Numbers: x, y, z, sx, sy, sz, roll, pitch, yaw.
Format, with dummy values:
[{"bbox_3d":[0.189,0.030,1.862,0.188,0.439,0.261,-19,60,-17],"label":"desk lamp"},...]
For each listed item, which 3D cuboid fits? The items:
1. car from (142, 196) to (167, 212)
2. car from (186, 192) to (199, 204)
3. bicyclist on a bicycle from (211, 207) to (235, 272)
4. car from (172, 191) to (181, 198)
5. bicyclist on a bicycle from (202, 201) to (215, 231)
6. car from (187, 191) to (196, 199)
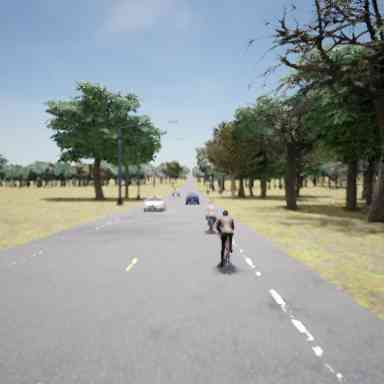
[{"bbox_3d":[-3.596,1.142,32.429,1.812,1.442,4.674,0,1,0],"label":"car"},{"bbox_3d":[0.079,0.919,48.532,1.882,1.535,5.008,0,1,0],"label":"car"},{"bbox_3d":[0.959,1.339,9.387,0.582,1.620,1.656,0,0,0],"label":"bicyclist on a bicycle"},{"bbox_3d":[-3.526,0.458,74.049,2.128,1.511,4.902,0,1,0],"label":"car"},{"bbox_3d":[0.961,1.232,16.907,0.866,1.612,1.509,0,2,0],"label":"bicyclist on a bicycle"},{"bbox_3d":[-0.025,0.657,71.504,1.882,1.535,5.008,0,1,0],"label":"car"}]
